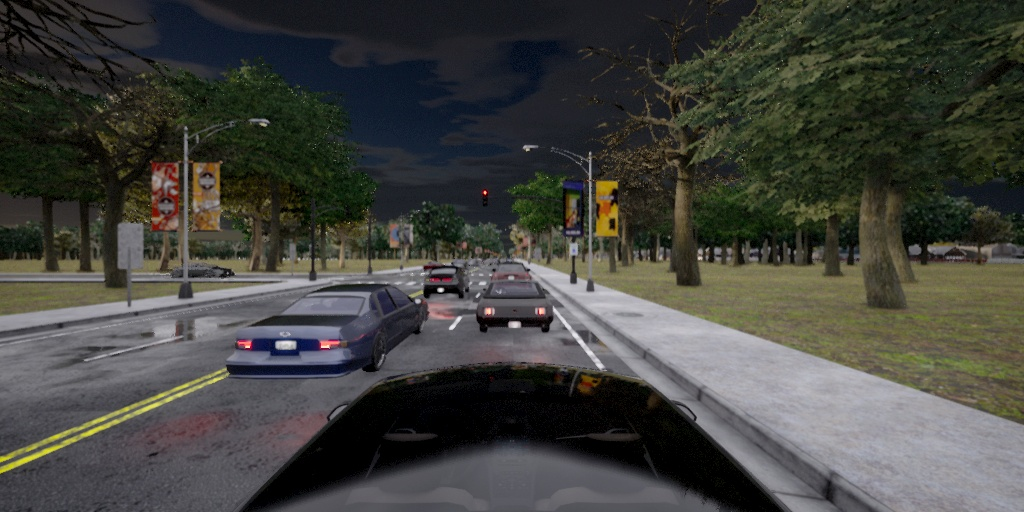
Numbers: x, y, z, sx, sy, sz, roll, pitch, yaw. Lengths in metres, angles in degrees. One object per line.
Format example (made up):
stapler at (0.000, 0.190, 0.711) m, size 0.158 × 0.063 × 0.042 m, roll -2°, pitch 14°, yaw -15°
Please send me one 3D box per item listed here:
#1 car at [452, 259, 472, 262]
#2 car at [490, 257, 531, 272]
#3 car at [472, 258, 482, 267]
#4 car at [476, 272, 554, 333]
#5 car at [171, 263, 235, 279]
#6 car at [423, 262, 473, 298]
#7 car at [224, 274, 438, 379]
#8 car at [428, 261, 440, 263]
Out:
car at (-6.843, 1.202, 46.929) m, size 2.128 × 1.511 × 4.902 m, roll 0°, pitch 0°, yaw 0°
car at (-0.033, 1.083, 19.708) m, size 2.097 × 1.767 × 4.553 m, roll 0°, pitch 0°, yaw 0°
car at (-6.902, 1.199, 62.806) m, size 2.128 × 1.511 × 4.902 m, roll 0°, pitch 0°, yaw 0°
car at (0.057, 1.341, 10.723) m, size 1.895 × 1.301 × 4.718 m, roll 0°, pitch 0°, yaw 0°
car at (-25.839, 1.258, 30.063) m, size 4.181 × 1.385 × 1.994 m, roll 0°, pitch 0°, yaw 0°
car at (-3.215, 1.237, 18.180) m, size 1.837 × 1.490 × 4.892 m, roll 0°, pitch 0°, yaw -2°
car at (-3.175, 1.290, 7.514) m, size 2.033 × 1.411 × 5.357 m, roll 0°, pitch 0°, yaw 0°
car at (-10.090, 1.312, 46.046) m, size 1.895 × 1.301 × 4.718 m, roll 0°, pitch 0°, yaw 0°
